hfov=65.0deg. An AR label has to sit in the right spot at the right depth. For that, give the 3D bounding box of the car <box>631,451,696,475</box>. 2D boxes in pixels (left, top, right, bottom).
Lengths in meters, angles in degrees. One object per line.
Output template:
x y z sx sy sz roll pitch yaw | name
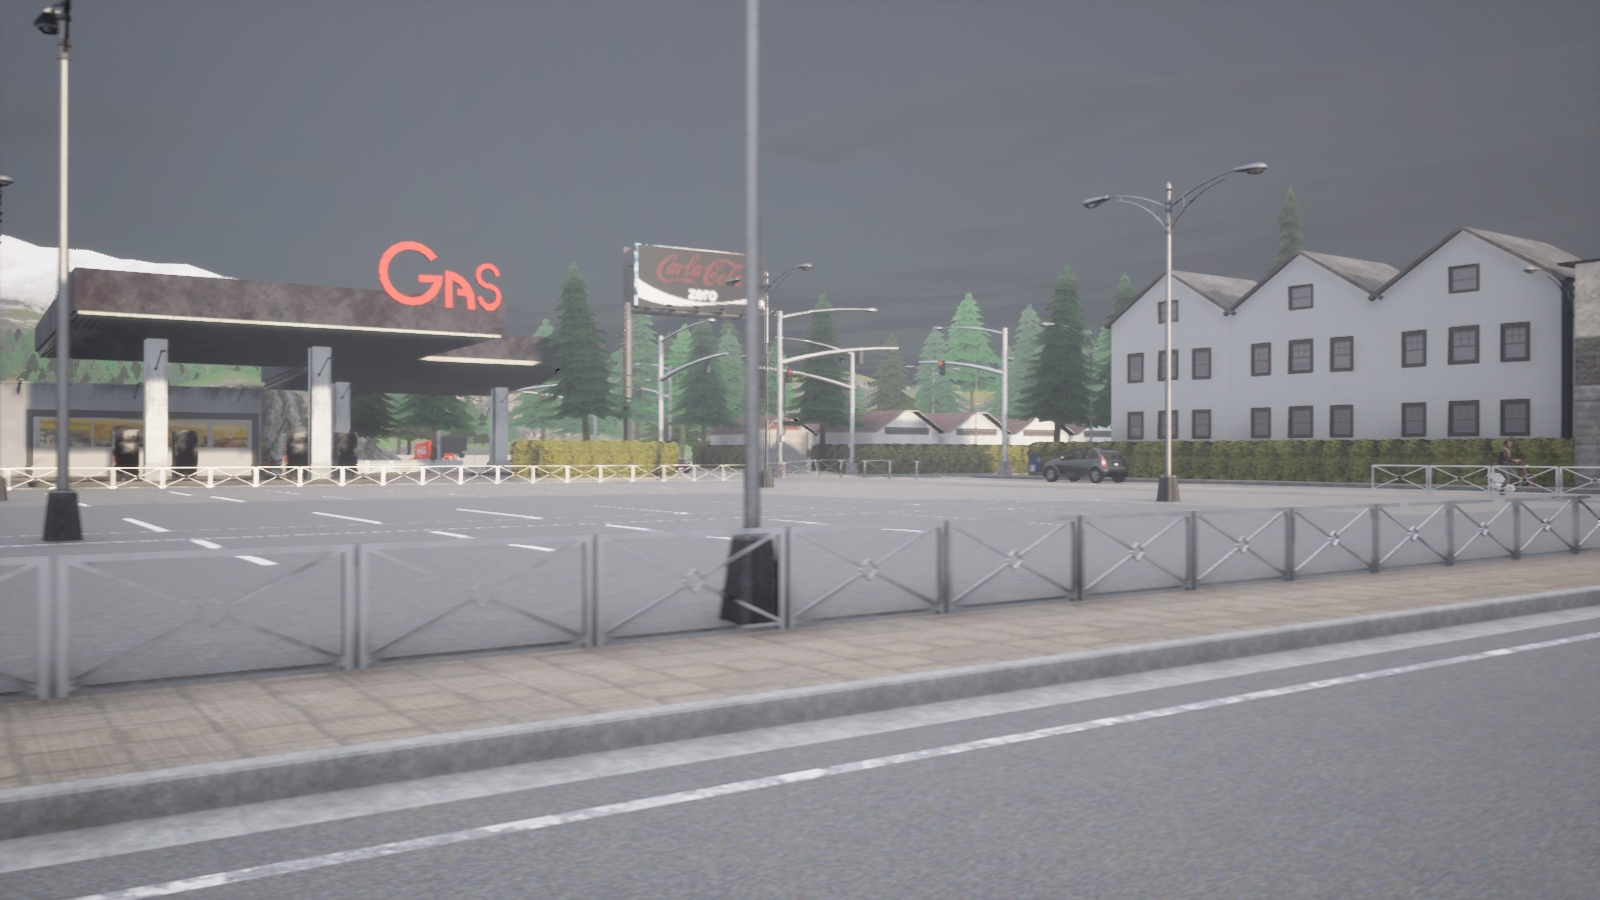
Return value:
-8.995 0.862 82.588 2.163 1.488 4.792 -1 0 -35 | car

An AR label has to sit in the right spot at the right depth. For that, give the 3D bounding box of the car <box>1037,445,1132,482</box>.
12.896 0.579 57.115 1.851 1.617 3.988 0 0 -35 | car

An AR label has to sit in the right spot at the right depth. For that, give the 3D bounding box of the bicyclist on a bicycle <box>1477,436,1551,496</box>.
21.721 0.487 38.221 0.659 1.776 1.843 0 0 -35 | bicyclist on a bicycle
